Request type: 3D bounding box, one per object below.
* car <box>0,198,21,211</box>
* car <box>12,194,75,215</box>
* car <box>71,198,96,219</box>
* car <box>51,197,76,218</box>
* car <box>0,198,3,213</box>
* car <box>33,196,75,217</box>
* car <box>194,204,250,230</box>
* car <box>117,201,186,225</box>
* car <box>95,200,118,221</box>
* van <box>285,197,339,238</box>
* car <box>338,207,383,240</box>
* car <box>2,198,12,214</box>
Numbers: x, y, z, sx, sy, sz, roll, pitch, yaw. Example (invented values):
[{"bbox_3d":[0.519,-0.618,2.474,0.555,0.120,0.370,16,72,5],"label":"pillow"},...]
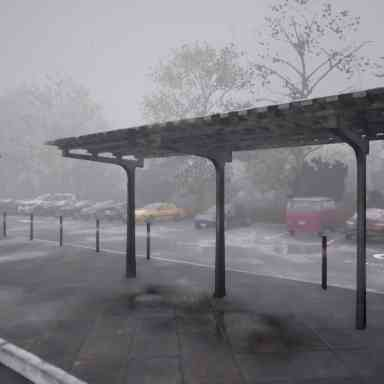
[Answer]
[{"bbox_3d":[-22.884,1.442,38.830,2.163,1.488,4.792,1,0,35],"label":"car"},{"bbox_3d":[-13.823,1.194,32.415,2.435,2.045,5.566,0,0,35],"label":"car"},{"bbox_3d":[-7.007,1.461,27.631,2.231,1.521,4.892,0,0,35],"label":"car"},{"bbox_3d":[-9.273,1.455,29.235,2.097,1.535,5.008,0,0,35],"label":"car"},{"bbox_3d":[-18.341,1.432,35.643,2.097,1.535,5.008,0,0,35],"label":"car"},{"bbox_3d":[-11.538,1.450,30.839,2.097,1.535,5.008,0,0,35],"label":"car"},{"bbox_3d":[2.033,1.510,21.186,2.163,1.488,4.792,0,0,35],"label":"car"},{"bbox_3d":[-2.588,1.467,24.267,1.946,1.575,5.366,0,0,35],"label":"car"},{"bbox_3d":[-4.729,1.495,26.046,2.163,1.488,4.792,0,0,35],"label":"car"},{"bbox_3d":[6.647,1.264,18.098,1.878,1.987,4.442,0,0,35],"label":"van"},{"bbox_3d":[8.842,1.536,16.397,2.002,1.452,4.674,0,0,35],"label":"car"},{"bbox_3d":[-16.074,1.441,34.037,2.231,1.521,4.892,0,0,35],"label":"car"}]
